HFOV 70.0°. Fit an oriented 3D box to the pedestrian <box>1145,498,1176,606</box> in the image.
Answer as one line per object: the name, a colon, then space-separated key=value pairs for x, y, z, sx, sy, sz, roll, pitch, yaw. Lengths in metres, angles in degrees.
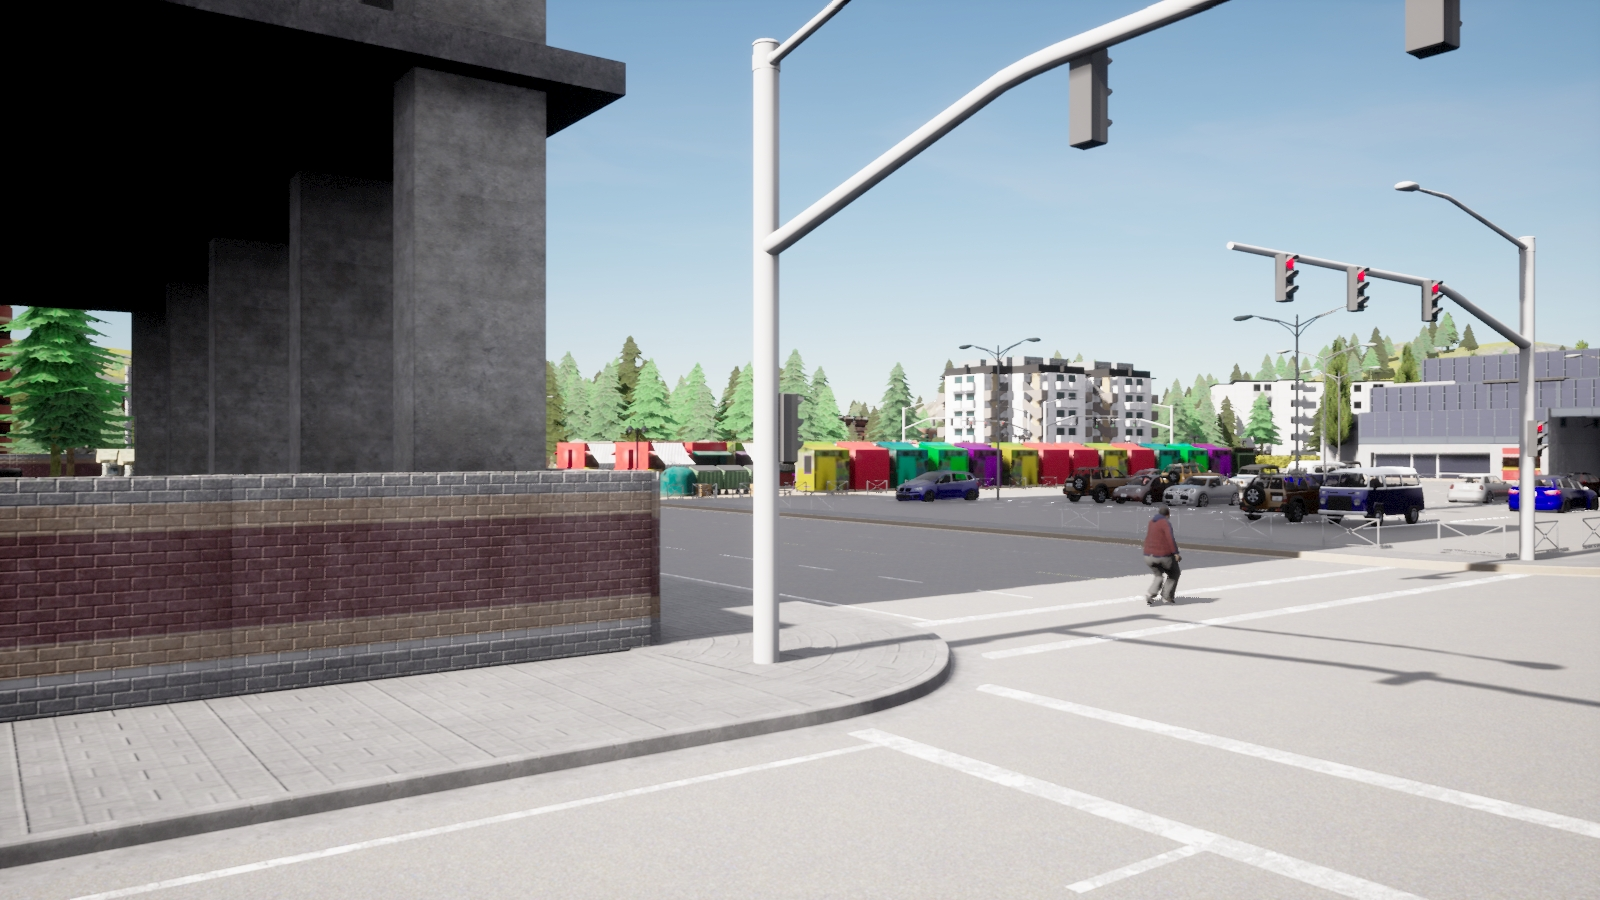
pedestrian: x=6.372 y=1.797 z=20.195 sx=0.375 sy=1.860 sz=0.375 roll=0 pitch=0 yaw=-29
